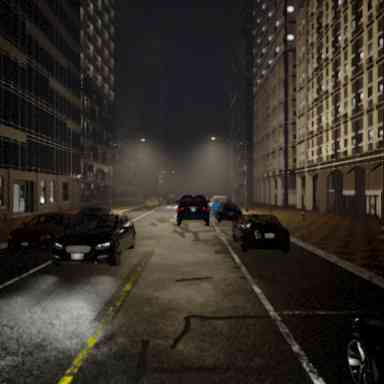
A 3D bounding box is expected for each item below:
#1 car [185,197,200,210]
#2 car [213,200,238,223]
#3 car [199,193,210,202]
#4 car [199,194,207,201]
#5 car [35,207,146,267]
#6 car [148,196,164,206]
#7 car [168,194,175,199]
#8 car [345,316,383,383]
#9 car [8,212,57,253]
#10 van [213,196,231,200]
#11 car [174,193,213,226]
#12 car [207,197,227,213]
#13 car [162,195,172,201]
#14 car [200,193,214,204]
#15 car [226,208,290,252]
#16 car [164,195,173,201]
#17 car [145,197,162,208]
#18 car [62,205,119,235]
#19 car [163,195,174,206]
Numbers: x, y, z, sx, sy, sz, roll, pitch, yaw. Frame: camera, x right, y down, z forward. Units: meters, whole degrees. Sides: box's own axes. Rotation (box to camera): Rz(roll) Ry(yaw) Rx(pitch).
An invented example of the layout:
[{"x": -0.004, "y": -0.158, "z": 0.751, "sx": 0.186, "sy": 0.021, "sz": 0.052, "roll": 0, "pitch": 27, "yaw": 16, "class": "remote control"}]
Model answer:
[{"x": 0.073, "y": 1.428, "z": 41.809, "sx": 1.837, "sy": 1.490, "sz": 4.892, "roll": 0, "pitch": 0, "yaw": 0, "class": "car"}, {"x": 2.677, "y": 1.524, "z": 24.968, "sx": 1.947, "sy": 1.339, "sz": 4.313, "roll": 0, "pitch": 0, "yaw": 0, "class": "car"}, {"x": 2.651, "y": 1.163, "z": 70.506, "sx": 2.192, "sy": 1.841, "sz": 5.009, "roll": 0, "pitch": 0, "yaw": 0, "class": "car"}, {"x": 2.643, "y": 1.339, "z": 82.060, "sx": 1.752, "sy": 1.417, "sz": 4.829, "roll": 0, "pitch": 0, "yaw": 0, "class": "car"}, {"x": -3.108, "y": 1.474, "z": 11.449, "sx": 2.128, "sy": 1.511, "sz": 4.902, "roll": 0, "pitch": 0, "yaw": 0, "class": "car"}, {"x": -5.721, "y": 1.445, "z": 53.436, "sx": 2.008, "sy": 1.369, "sz": 4.403, "roll": 0, "pitch": 0, "yaw": 0, "class": "car"}, {"x": -5.744, "y": 1.360, "z": 93.281, "sx": 1.802, "sy": 1.307, "sz": 4.206, "roll": 0, "pitch": 0, "yaw": 0, "class": "car"}, {"x": 2.690, "y": 1.562, "z": 2.199, "sx": 1.947, "sy": 1.339, "sz": 4.313, "roll": 0, "pitch": 0, "yaw": 0, "class": "car"}, {"x": -5.697, "y": 1.524, "z": 13.587, "sx": 1.887, "sy": 1.381, "sz": 4.507, "roll": 0, "pitch": 0, "yaw": 0, "class": "car"}, {"x": 2.674, "y": 1.288, "z": 30.661, "sx": 1.690, "sy": 1.788, "sz": 3.998, "roll": 0, "pitch": 0, "yaw": 0, "class": "van"}, {"x": 0.086, "y": 1.185, "z": 23.402, "sx": 2.150, "sy": 2.045, "sz": 5.566, "roll": 0, "pitch": 0, "yaw": 0, "class": "car"}, {"x": 2.671, "y": 1.375, "z": 36.353, "sx": 1.967, "sy": 1.590, "sz": 4.097, "roll": 0, "pitch": 0, "yaw": 0, "class": "car"}, {"x": -5.734, "y": 1.383, "z": 76.205, "sx": 2.008, "sy": 1.369, "sz": 4.403, "roll": 0, "pitch": 0, "yaw": 0, "class": "car"}, {"x": 2.658, "y": 1.194, "z": 59.121, "sx": 2.192, "sy": 1.841, "sz": 5.009, "roll": 0, "pitch": 0, "yaw": 0, "class": "car"}, {"x": 2.684, "y": 1.545, "z": 13.584, "sx": 1.947, "sy": 1.339, "sz": 4.313, "roll": 0, "pitch": 0, "yaw": 0, "class": "car"}, {"x": -5.738, "y": 1.381, "z": 81.898, "sx": 1.947, "sy": 1.339, "sz": 4.313, "roll": 0, "pitch": 0, "yaw": 0, "class": "car"}, {"x": -5.717, "y": 1.435, "z": 47.572, "sx": 1.752, "sy": 1.417, "sz": 4.829, "roll": 0, "pitch": 0, "yaw": 0, "class": "car"}, {"x": -5.700, "y": 1.536, "z": 19.279, "sx": 1.947, "sy": 1.339, "sz": 4.313, "roll": 0, "pitch": 0, "yaw": 0, "class": "car"}, {"x": -3.105, "y": 1.496, "z": 52.784, "sx": 1.895, "sy": 1.301, "sz": 4.718, "roll": 0, "pitch": 0, "yaw": 0, "class": "car"}]
